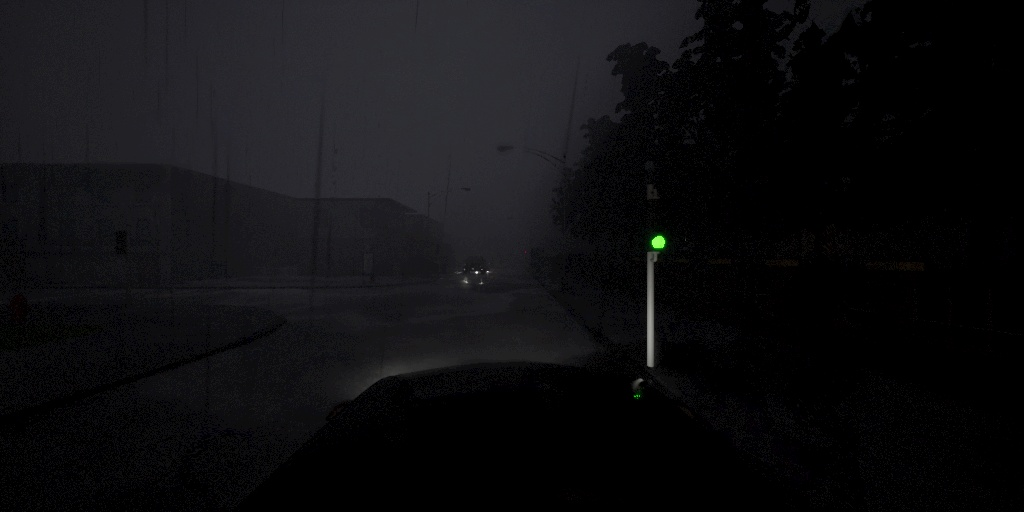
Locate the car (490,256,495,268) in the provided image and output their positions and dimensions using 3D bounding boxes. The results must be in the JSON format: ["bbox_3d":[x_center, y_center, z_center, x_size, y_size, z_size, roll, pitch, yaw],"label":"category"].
[{"bbox_3d":[-4.023,0.971,60.513,2.150,2.045,5.566,0,0,1],"label":"car"}]

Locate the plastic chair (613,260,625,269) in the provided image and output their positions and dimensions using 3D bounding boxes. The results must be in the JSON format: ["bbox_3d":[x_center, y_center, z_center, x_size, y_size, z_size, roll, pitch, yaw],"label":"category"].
[{"bbox_3d":[16.069,1.296,54.083,0.750,1.272,0.730,0,0,-40],"label":"plastic chair"}]

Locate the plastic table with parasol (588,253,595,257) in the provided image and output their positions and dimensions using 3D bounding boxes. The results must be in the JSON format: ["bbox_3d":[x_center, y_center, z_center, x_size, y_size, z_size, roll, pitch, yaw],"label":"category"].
[{"bbox_3d":[14.722,0.673,63.297,2.482,2.480,2.482,0,0,-42],"label":"plastic table with parasol"}]

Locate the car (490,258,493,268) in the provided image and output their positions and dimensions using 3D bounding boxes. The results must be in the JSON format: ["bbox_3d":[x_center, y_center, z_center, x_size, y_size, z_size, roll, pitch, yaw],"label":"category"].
[{"bbox_3d":[-4.053,1.351,50.320,1.895,1.301,4.718,0,0,0],"label":"car"}]

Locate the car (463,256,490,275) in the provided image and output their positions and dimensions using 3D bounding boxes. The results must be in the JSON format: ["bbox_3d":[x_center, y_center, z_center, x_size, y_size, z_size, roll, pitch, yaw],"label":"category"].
[{"bbox_3d":[-4.067,0.971,40.143,2.150,2.045,5.566,0,0,0],"label":"car"}]

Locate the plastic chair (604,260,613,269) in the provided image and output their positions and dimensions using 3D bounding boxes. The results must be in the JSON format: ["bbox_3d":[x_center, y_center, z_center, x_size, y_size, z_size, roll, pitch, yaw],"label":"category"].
[{"bbox_3d":[14.363,1.306,54.181,0.730,1.272,0.750,0,0,-35],"label":"plastic chair"}]

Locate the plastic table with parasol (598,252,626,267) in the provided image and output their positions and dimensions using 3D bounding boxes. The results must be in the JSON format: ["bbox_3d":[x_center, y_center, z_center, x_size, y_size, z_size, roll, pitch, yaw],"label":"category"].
[{"bbox_3d":[15.337,0.694,55.082,2.482,2.480,2.482,0,0,-40],"label":"plastic table with parasol"}]

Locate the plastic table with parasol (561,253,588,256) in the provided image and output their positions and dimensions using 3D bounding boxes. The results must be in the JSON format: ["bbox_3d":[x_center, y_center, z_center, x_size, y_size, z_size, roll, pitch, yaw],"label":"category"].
[{"bbox_3d":[10.020,0.684,57.826,2.482,2.480,2.482,0,0,-40],"label":"plastic table with parasol"}]

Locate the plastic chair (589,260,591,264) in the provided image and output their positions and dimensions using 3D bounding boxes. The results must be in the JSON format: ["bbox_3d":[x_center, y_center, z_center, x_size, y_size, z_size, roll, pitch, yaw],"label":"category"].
[{"bbox_3d":[13.769,1.304,62.410,0.730,1.272,0.750,0,0,-35],"label":"plastic chair"}]
